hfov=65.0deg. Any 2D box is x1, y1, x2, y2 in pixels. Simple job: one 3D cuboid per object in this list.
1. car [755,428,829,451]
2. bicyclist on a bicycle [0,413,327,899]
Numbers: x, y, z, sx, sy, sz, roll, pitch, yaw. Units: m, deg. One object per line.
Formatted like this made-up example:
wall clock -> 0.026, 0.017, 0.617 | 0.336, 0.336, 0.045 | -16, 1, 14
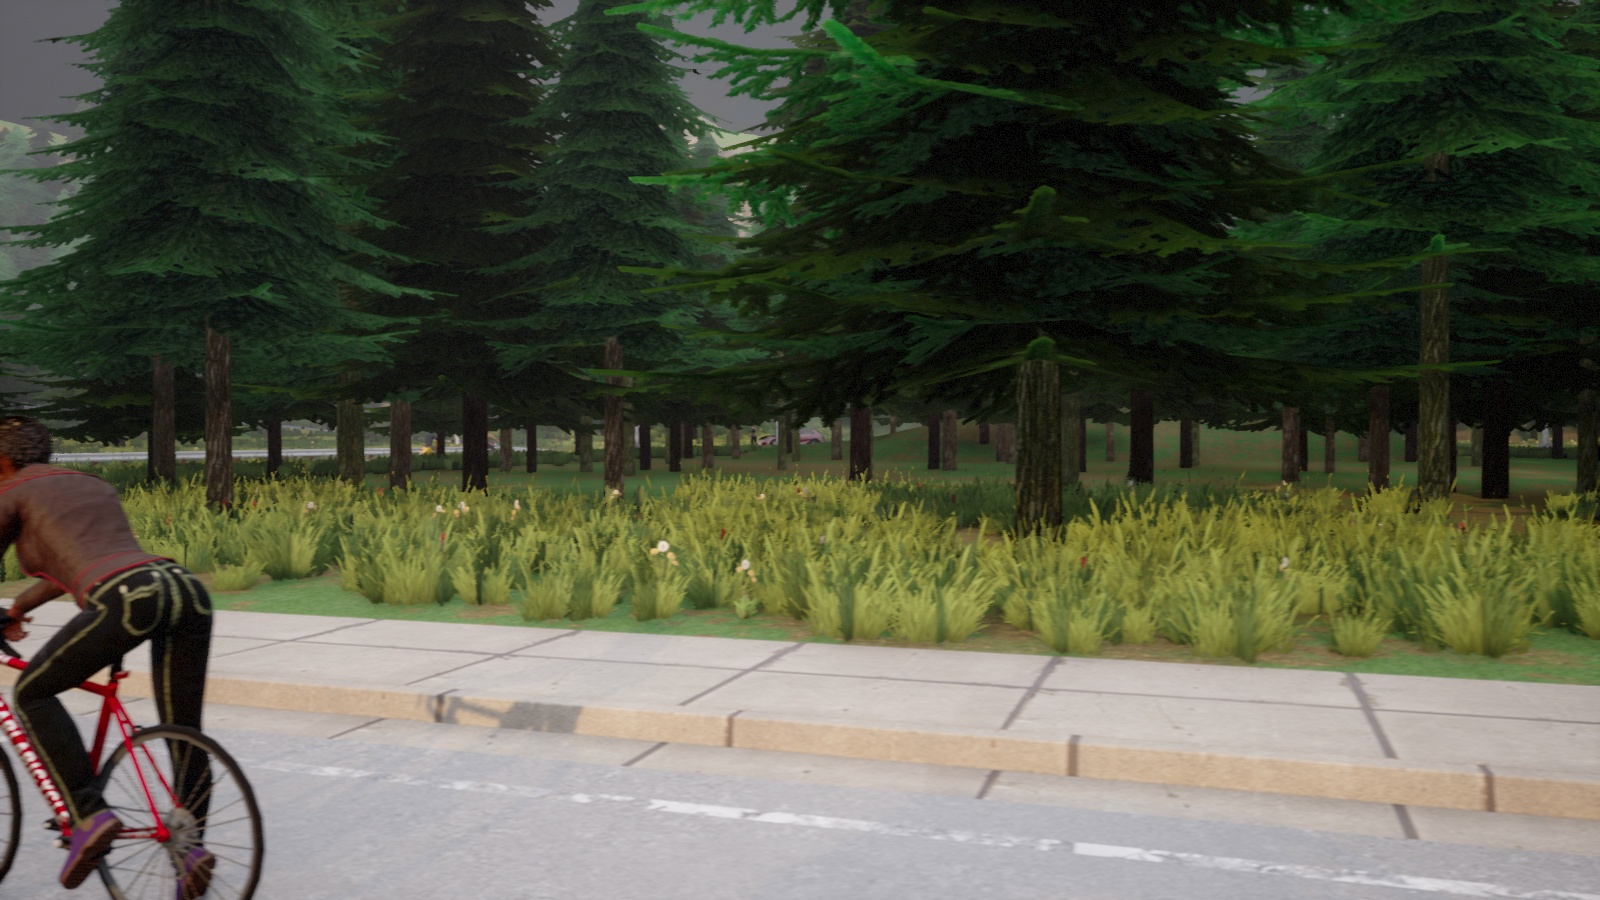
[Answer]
car -> -0.570, -0.752, 89.200 | 4.856, 1.649, 2.033 | 0, 1, -19
bicyclist on a bicycle -> -2.392, 0.699, 3.999 | 1.656, 1.620, 0.582 | 0, 1, 19
